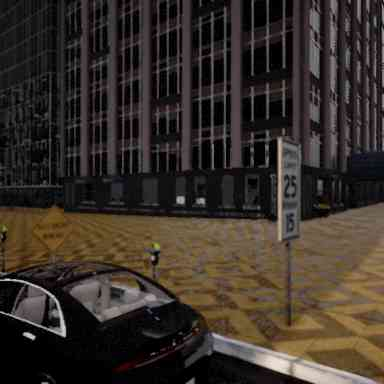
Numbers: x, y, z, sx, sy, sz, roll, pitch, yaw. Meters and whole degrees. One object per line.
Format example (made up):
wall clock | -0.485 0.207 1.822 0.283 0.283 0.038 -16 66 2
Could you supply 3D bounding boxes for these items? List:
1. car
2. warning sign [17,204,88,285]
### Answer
car | -1.802 1.618 4.403 4.403 1.369 2.008 -1 0 37
warning sign | -3.591 1.246 8.604 1.060 1.860 1.300 0 -1 37
